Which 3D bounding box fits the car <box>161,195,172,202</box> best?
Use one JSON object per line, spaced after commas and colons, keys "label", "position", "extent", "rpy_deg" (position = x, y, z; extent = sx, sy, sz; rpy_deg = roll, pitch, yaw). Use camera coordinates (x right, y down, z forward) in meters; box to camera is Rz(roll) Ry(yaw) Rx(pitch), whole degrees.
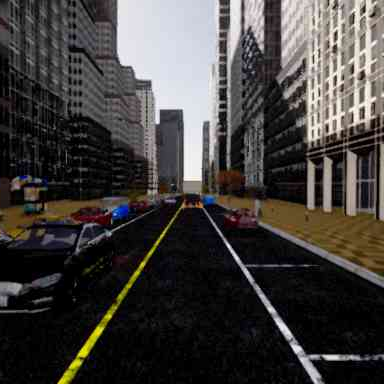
{"label": "car", "position": [-5.719, 1.384, 75.125], "extent": [2.008, 1.369, 4.403], "rpy_deg": [-1, 0, 0]}

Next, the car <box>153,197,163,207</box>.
{"label": "car", "position": [-5.712, 1.433, 47.001], "extent": [2.008, 1.369, 4.403], "rpy_deg": [-1, 0, 0]}

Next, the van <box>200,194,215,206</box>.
{"label": "van", "position": [2.662, 1.213, 52.628], "extent": [1.690, 1.788, 3.998], "rpy_deg": [-1, 0, 0]}

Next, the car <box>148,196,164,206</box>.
{"label": "car", "position": [-5.714, 1.422, 52.625], "extent": [2.008, 1.369, 4.403], "rpy_deg": [-1, 0, 0]}

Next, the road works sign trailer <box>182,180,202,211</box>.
{"label": "road works sign trailer", "position": [0.028, 0.362, 39.793], "extent": [2.380, 3.560, 2.880], "rpy_deg": [0, 0, 1]}

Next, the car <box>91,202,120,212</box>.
{"label": "car", "position": [-5.706, 1.492, 18.875], "extent": [1.887, 1.381, 4.507], "rpy_deg": [-1, 0, 0]}

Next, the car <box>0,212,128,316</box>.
{"label": "car", "position": [-3.101, 1.468, 7.734], "extent": [2.128, 1.511, 4.902], "rpy_deg": [0, 0, 0]}

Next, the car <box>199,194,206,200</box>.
{"label": "car", "position": [2.658, 1.343, 86.548], "extent": [1.752, 1.417, 4.829], "rpy_deg": [-1, 0, 0]}

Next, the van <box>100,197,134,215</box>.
{"label": "van", "position": [-5.711, 1.274, 24.499], "extent": [1.690, 1.788, 3.998], "rpy_deg": [-1, 0, 0]}

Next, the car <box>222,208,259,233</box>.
{"label": "car", "position": [2.675, 1.529, 18.878], "extent": [1.802, 1.307, 4.206], "rpy_deg": [-1, 0, 0]}

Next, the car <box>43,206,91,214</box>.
{"label": "car", "position": [-5.705, 1.488, 13.080], "extent": [1.752, 1.417, 4.829], "rpy_deg": [-1, 0, 0]}

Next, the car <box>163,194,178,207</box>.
{"label": "car", "position": [-3.088, 1.425, 49.029], "extent": [2.033, 1.411, 5.357], "rpy_deg": [0, 0, 0]}

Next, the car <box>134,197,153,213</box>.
{"label": "car", "position": [-5.710, 1.451, 35.750], "extent": [1.887, 1.381, 4.507], "rpy_deg": [-1, 0, 0]}

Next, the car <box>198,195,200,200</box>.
{"label": "car", "position": [2.661, 1.292, 63.877], "extent": [1.967, 1.590, 4.097], "rpy_deg": [-1, 0, 0]}
